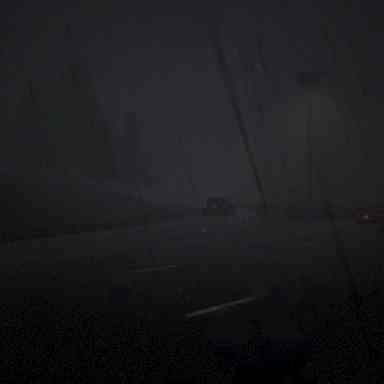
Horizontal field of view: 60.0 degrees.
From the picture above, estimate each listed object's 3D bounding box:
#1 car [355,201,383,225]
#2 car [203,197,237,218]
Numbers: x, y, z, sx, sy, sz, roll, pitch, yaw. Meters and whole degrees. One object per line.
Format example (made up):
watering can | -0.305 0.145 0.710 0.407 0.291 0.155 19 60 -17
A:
car | 12.351 1.303 21.152 5.008 1.535 1.882 -1 0 -35
car | 2.455 1.207 28.649 2.097 1.767 4.553 0 0 19
